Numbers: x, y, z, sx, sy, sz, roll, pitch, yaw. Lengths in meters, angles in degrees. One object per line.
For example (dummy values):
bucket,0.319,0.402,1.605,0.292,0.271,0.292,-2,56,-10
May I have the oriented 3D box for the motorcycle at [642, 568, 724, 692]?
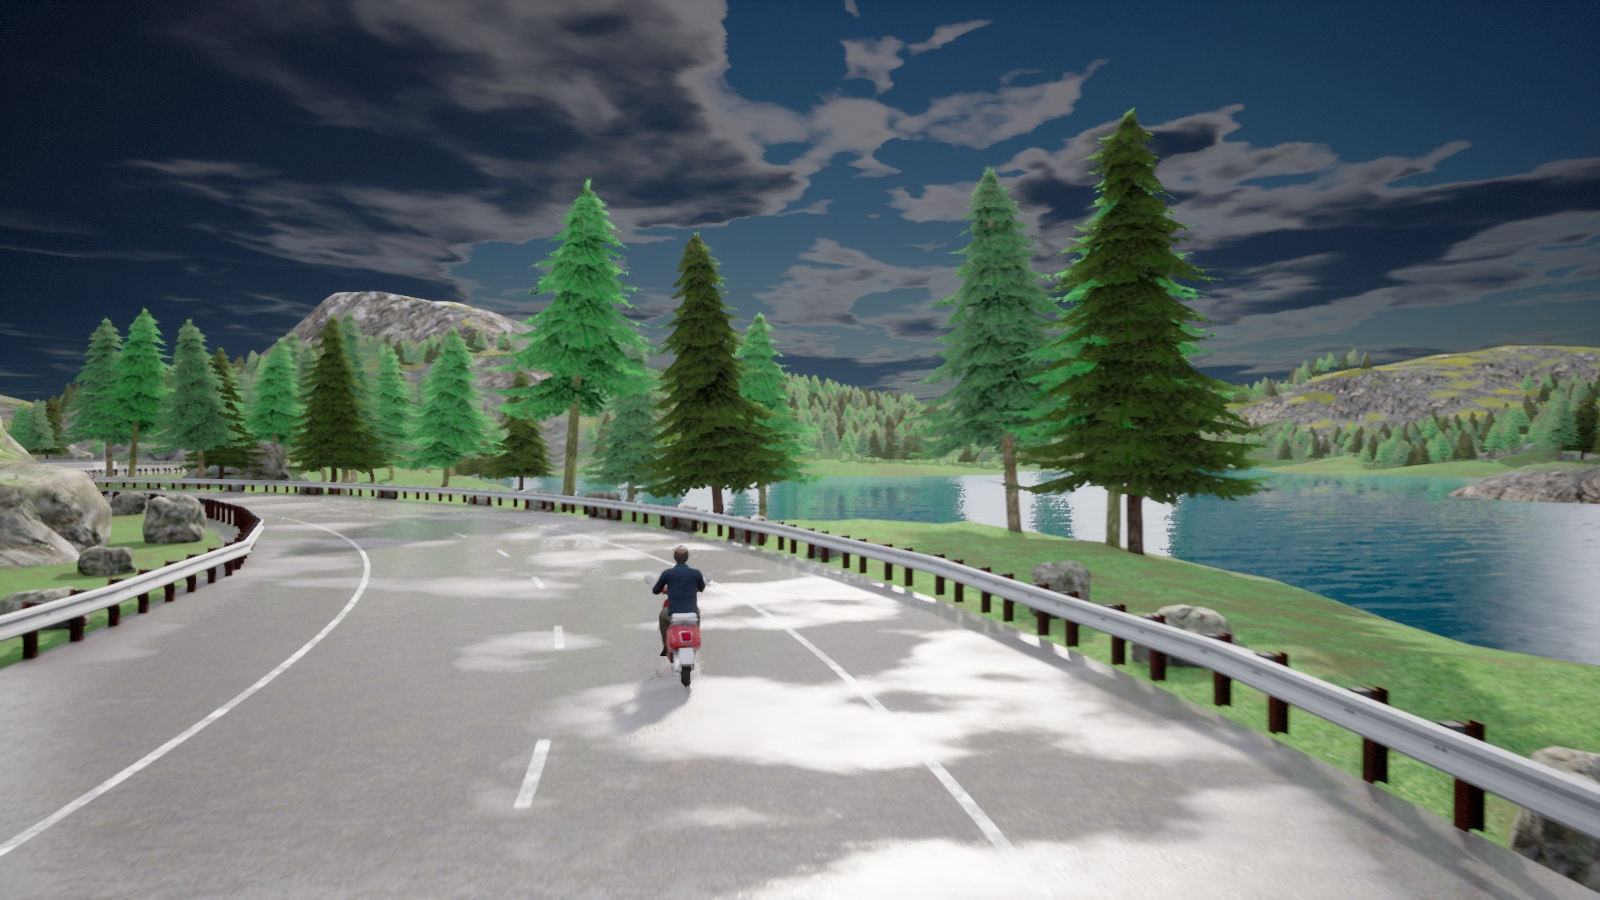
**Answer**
motorcycle,-1.478,2.182,14.190,0.856,1.236,1.805,0,0,-11
